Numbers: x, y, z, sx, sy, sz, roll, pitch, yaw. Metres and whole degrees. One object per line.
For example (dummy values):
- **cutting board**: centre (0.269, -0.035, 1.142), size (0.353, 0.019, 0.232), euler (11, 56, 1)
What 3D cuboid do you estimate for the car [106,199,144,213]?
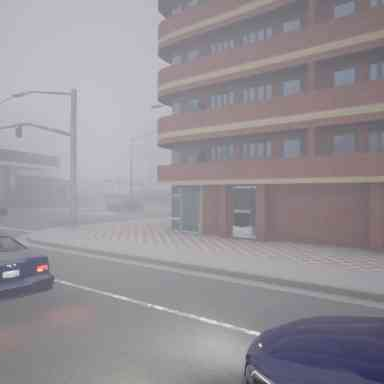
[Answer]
- **car**: centre (-7.538, 1.528, 37.960), size (1.837, 1.490, 4.892), euler (0, 0, 34)

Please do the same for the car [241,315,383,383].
- **car**: centre (2.581, 1.536, 2.152), size (4.674, 1.442, 1.812), euler (0, 0, 35)

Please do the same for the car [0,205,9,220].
- **car**: centre (-16.433, 1.481, 24.897), size (2.128, 1.511, 4.902), euler (0, 0, 34)

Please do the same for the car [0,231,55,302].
- **car**: centre (-5.269, 1.545, 7.650), size (5.357, 1.411, 2.033), euler (0, 0, 38)
